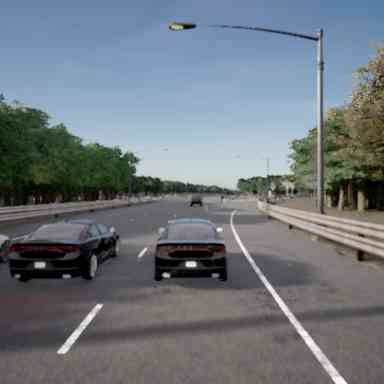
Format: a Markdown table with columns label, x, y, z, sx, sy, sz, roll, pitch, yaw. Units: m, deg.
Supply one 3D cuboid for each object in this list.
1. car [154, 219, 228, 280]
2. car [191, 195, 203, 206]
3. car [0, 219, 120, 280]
| label | x | y | z | sx | sy | sz | roll | pitch | yaw |
| --- | --- | --- | --- | --- | --- | --- | --- | --- | --- |
| car | -0.036 | 1.560 | 10.271 | 1.882 | 1.535 | 5.008 | 0 | 0 | 0 |
| car | 0.926 | 1.677 | 64.066 | 2.150 | 2.045 | 5.566 | 0 | 0 | 3 |
| car | -3.536 | 1.556 | 10.180 | 1.882 | 1.535 | 5.008 | 0 | 0 | 0 |
